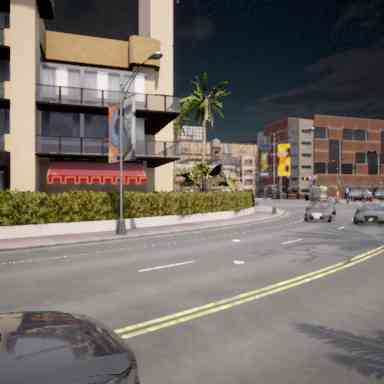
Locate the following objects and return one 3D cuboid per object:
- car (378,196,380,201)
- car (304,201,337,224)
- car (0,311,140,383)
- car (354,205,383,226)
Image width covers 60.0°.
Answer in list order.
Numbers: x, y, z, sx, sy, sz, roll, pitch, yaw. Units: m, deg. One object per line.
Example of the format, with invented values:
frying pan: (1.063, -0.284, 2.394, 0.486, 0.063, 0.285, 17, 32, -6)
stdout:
car: (44.866, 1.387, 76.308, 1.816, 1.474, 4.193, 0, 0, -17)
car: (9.825, 1.486, 25.229, 2.128, 1.511, 4.902, 0, 0, 29)
car: (-2.692, 1.505, 2.066, 4.892, 1.490, 1.837, 0, 0, -35)
car: (12.326, 1.558, 22.718, 1.994, 1.385, 4.181, 0, 0, 31)
